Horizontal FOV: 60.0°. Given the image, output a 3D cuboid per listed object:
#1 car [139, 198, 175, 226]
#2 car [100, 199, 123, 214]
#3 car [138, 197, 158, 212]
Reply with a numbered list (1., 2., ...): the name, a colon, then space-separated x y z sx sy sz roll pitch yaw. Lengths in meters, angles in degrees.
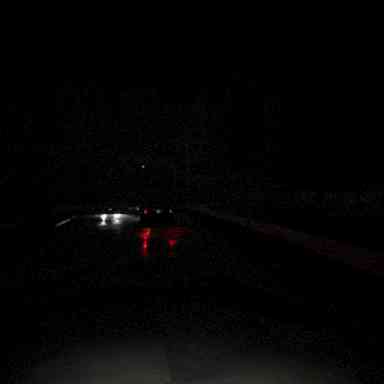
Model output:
1. car: -2.432 1.242 22.715 2.097 1.767 4.553 0 0 -9
2. car: -7.855 1.416 32.684 1.994 1.385 4.181 0 0 -10
3. car: -5.036 1.368 37.546 2.033 1.411 5.357 0 0 -10
